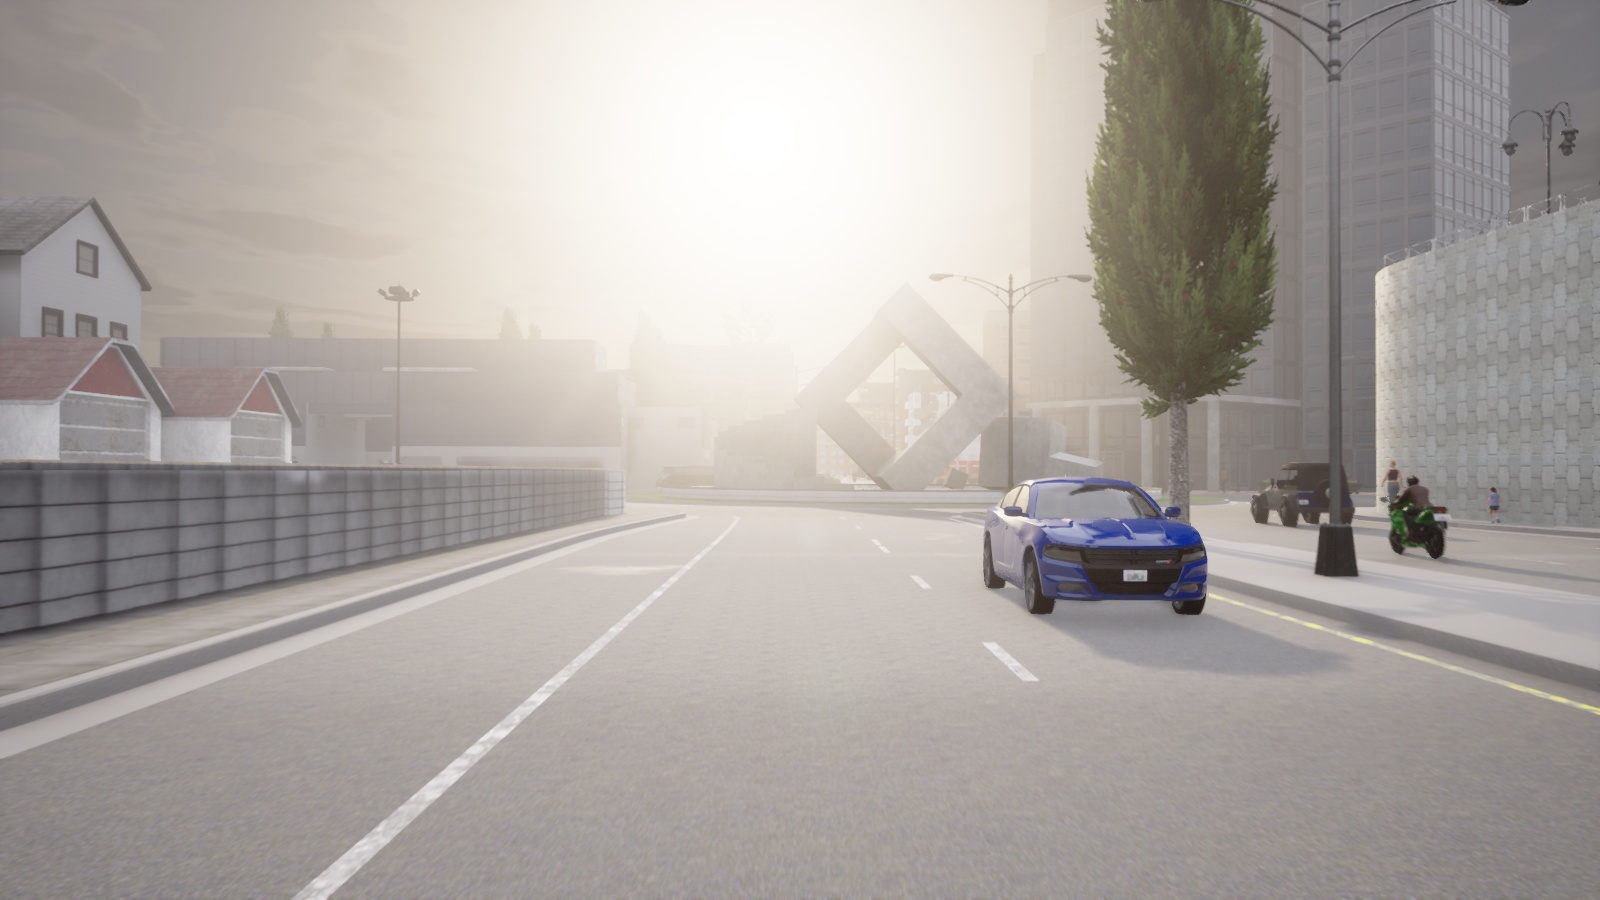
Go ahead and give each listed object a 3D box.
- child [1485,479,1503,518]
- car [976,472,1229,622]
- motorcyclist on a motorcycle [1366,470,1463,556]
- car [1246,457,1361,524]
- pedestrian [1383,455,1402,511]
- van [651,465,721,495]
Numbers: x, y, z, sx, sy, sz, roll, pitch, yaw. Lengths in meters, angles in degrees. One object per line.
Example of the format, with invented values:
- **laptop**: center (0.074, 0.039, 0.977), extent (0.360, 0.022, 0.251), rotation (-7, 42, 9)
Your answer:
- **child**: center (19.779, 1.370, 35.805), extent (0.255, 1.110, 0.394), rotation (0, -1, -3)
- **car**: center (3.461, 1.037, 15.438), extent (1.882, 1.535, 5.008), rotation (0, -1, 0)
- **motorcyclist on a motorcycle**: center (11.441, 1.144, 23.463), extent (0.797, 1.523, 2.044), rotation (0, -1, 0)
- **car**: center (14.950, 1.179, 37.506), extent (1.905, 1.878, 3.866), rotation (0, -1, 0)
- **pedestrian**: center (19.424, 1.081, 41.174), extent (0.345, 1.836, 0.594), rotation (0, -1, 4)
- **van**: center (-7.670, 2.017, 84.742), extent (4.442, 1.987, 1.775), rotation (1, -1, -41)
